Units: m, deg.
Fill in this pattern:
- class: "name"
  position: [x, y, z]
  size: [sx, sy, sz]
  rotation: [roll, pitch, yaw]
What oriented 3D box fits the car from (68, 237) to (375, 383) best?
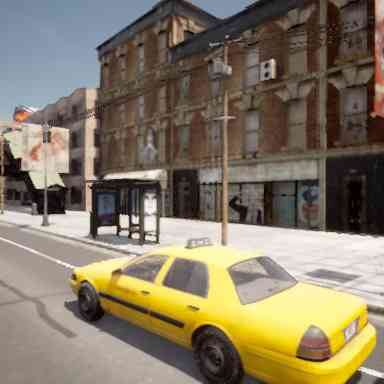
- class: "car"
  position: [-0.116, 1.512, 5.440]
  size: [5.366, 1.575, 1.801]
  rotation: [0, -1, 43]
